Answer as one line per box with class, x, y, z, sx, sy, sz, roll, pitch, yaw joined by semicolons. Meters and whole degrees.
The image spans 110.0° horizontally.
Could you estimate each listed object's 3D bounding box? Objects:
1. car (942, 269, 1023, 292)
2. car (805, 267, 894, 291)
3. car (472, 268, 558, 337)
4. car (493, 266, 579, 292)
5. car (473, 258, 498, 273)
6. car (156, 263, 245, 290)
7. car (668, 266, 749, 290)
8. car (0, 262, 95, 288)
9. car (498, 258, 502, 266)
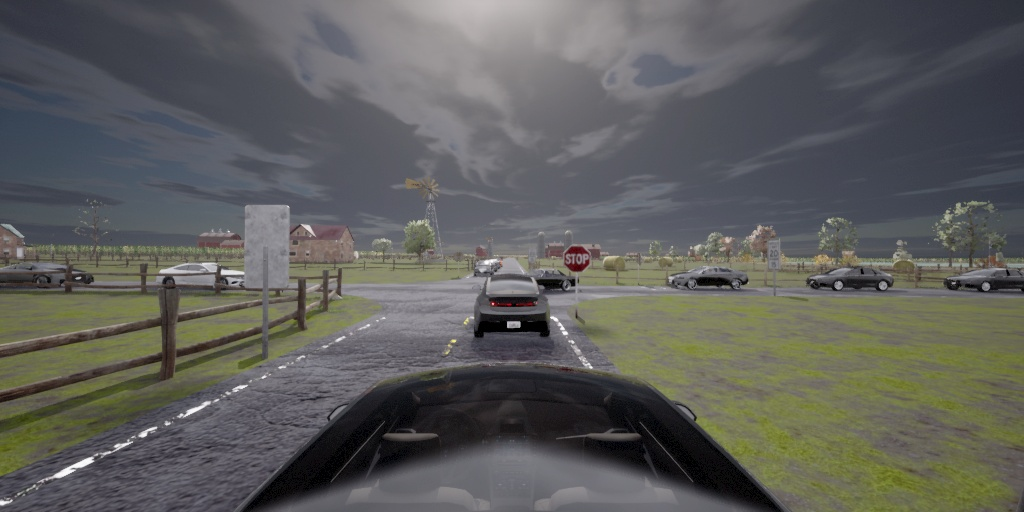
car;31.715;1.587;23.807;4.892;1.490;1.837;1;-1;-1
car;22.212;1.499;23.692;4.892;1.490;1.837;1;-1;-1
car;-0.069;1.256;10.260;1.837;1.490;4.892;0;0;-3
car;1.510;1.369;20.305;4.718;1.301;1.895;1;0;-35
car;-2.838;1.243;36.948;2.128;1.511;4.902;0;0;0
car;-17.233;1.103;20.227;4.674;1.442;1.812;1;-1;-1
car;12.811;1.397;23.527;4.902;1.511;2.128;1;-1;-2
car;-26.353;1.048;20.110;4.181;1.385;1.994;1;-1;-1
car;-2.826;1.241;46.394;2.128;1.511;4.902;0;0;0
